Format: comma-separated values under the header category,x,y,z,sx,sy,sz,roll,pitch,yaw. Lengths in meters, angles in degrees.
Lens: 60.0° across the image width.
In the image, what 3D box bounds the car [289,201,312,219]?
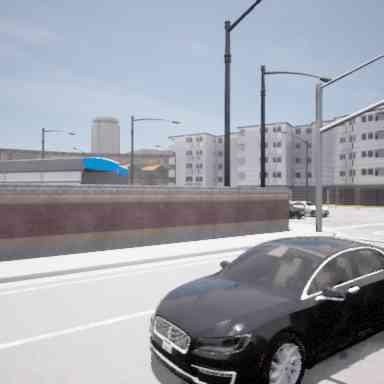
category,x,y,z,sx,sy,sz,roll,pitch,yaw
car,7.791,1.565,29.684,1.837,1.490,4.892,0,0,-35

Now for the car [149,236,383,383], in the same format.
category,x,y,z,sx,sy,sz,roll,pitch,yaw
car,1.699,1.516,5.181,4.892,1.490,1.837,0,0,-35

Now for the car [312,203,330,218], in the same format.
category,x,y,z,sx,sy,sz,roll,pitch,yaw
car,10.734,1.594,31.609,1.812,1.442,4.674,0,0,-36
